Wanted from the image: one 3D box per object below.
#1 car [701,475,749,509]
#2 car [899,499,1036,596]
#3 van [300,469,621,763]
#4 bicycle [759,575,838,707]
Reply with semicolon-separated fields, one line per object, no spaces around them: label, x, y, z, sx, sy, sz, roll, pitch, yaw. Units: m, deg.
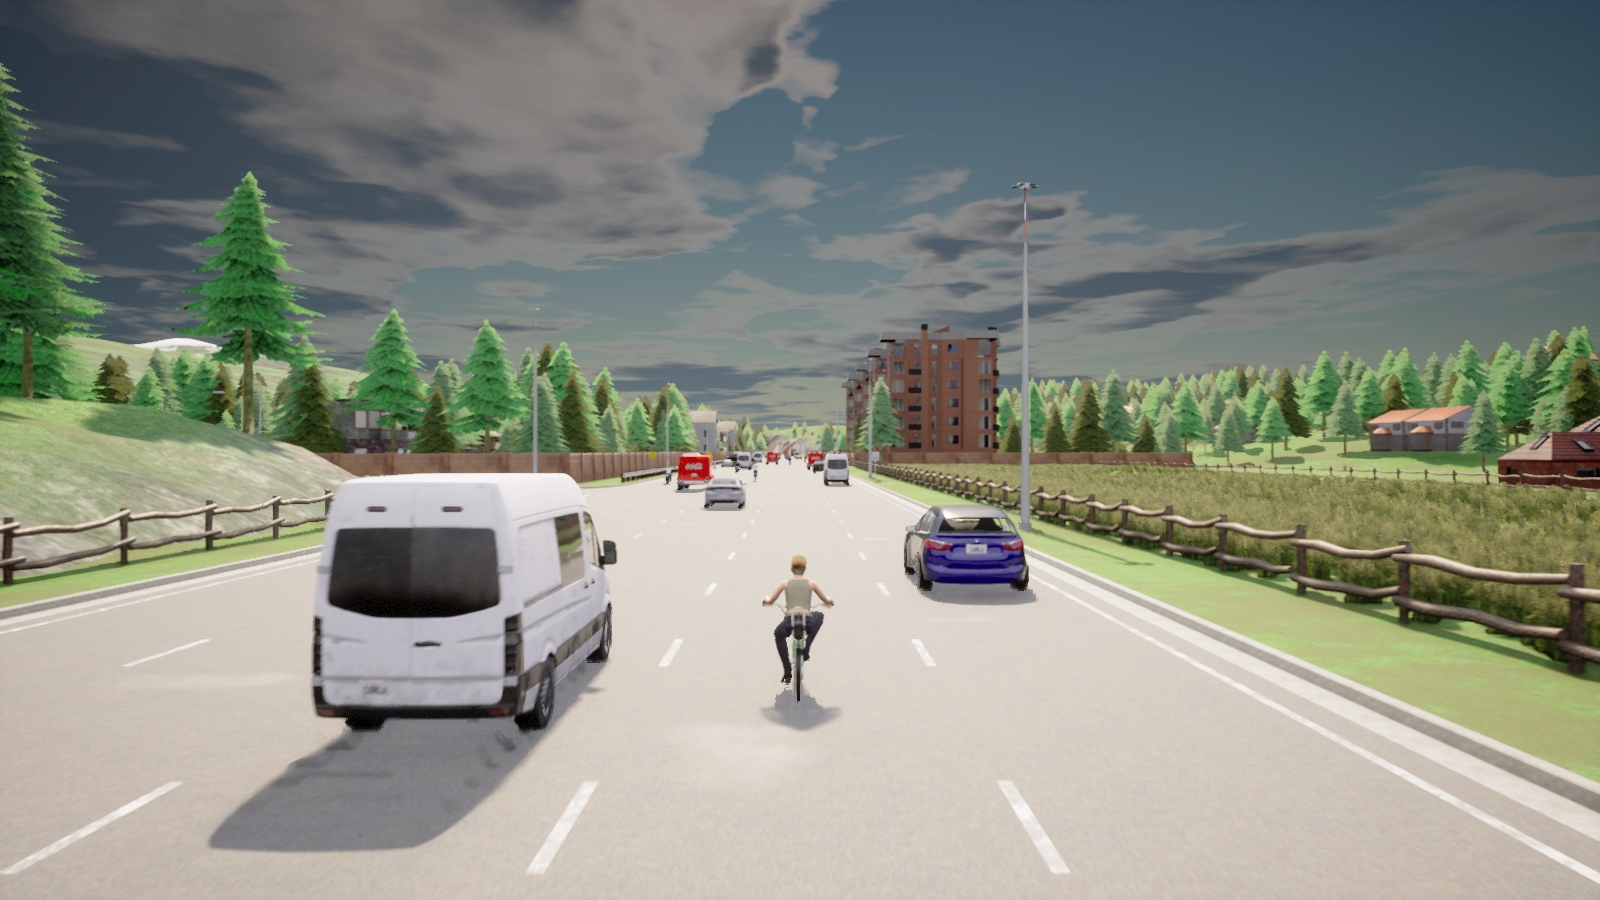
car;-3.717;2.075;57.464;2.097;1.535;5.006;0;0;0
car;3.439;1.985;24.397;2.242;1.667;4.611;0;0;0
van;-3.532;1.545;13.283;1.988;2.561;5.915;0;0;0
bicycle;-0.018;2.168;13.199;0.859;1.276;1.487;0;0;0
